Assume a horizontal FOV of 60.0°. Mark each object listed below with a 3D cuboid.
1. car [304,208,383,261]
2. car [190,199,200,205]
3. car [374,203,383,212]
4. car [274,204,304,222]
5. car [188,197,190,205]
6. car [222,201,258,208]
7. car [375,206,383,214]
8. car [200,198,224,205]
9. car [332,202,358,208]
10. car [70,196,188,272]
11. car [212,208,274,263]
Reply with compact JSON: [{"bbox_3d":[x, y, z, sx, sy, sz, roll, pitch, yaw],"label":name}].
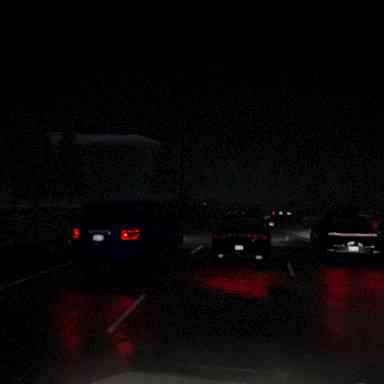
[{"bbox_3d":[5.748,1.595,12.879,2.128,1.511,4.902,0,0,15],"label":"car"},{"bbox_3d":[2.349,1.714,50.664,2.097,1.767,4.553,0,-1,41],"label":"car"},{"bbox_3d":[18.382,1.784,31.397,1.812,1.442,4.674,0,-1,35],"label":"car"},{"bbox_3d":[8.314,1.766,28.698,2.033,1.411,5.357,0,0,29],"label":"car"},{"bbox_3d":[0.221,1.903,53.560,1.812,1.442,4.674,0,-1,41],"label":"car"},{"bbox_3d":[4.866,1.766,29.652,2.033,1.411,5.357,0,0,28],"label":"car"},{"bbox_3d":[9.948,1.603,14.911,1.882,1.535,5.008,0,-1,17],"label":"car"},{"bbox_3d":[3.606,1.938,46.843,1.895,1.301,4.718,0,-1,39],"label":"car"},{"bbox_3d":[15.159,1.739,32.861,1.882,1.535,5.008,0,-1,35],"label":"car"},{"bbox_3d":[-1.888,1.300,11.336,2.150,2.045,5.566,0,0,12],"label":"car"},{"bbox_3d":[2.007,1.571,12.493,1.882,1.535,5.008,0,-1,13],"label":"car"}]
